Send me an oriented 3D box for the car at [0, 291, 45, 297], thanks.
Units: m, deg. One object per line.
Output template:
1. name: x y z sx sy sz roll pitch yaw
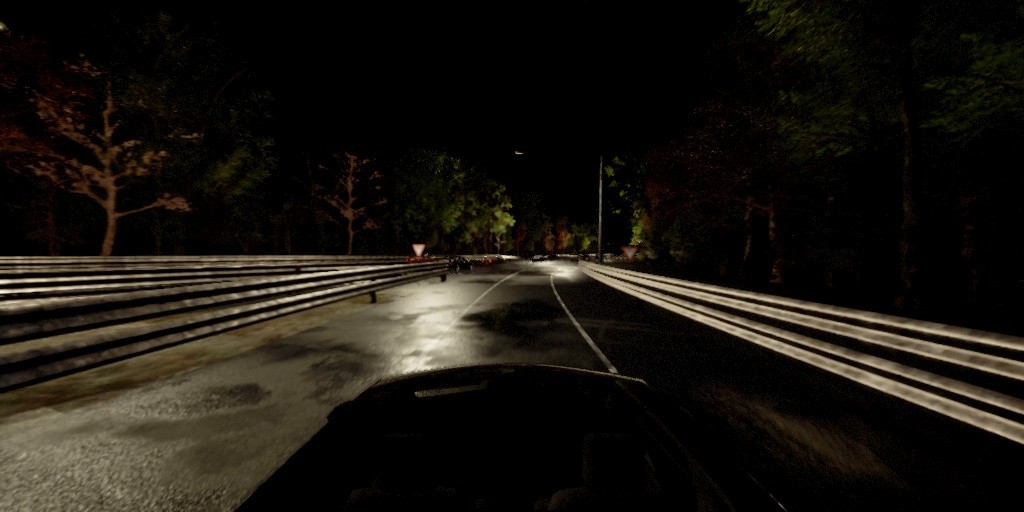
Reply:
1. car: -16.691 0.950 9.736 2.128 1.511 4.902 1 1 22

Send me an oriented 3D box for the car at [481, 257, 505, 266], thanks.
1. car: -2.722 0.797 52.758 1.895 1.301 4.718 1 1 22

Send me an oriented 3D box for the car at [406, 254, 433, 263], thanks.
1. car: -10.564 0.518 42.914 2.097 1.767 4.553 1 1 22

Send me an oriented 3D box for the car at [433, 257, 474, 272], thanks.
1. car: -5.606 0.841 36.604 1.837 1.490 4.892 1 1 22
